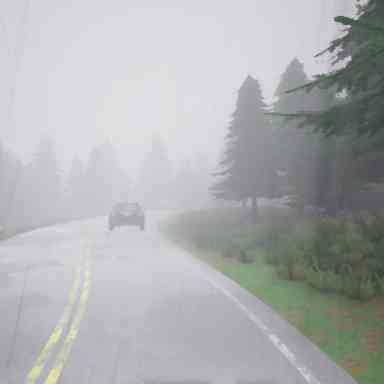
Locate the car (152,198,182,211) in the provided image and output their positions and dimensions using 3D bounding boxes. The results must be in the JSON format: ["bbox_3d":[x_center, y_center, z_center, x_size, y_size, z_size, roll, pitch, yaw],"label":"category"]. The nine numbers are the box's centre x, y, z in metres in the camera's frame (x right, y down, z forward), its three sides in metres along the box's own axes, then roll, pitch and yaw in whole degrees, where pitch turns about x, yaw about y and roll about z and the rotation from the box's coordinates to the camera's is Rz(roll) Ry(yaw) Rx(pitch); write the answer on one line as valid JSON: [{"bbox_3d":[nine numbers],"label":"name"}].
[{"bbox_3d":[-2.967,1.501,40.775,1.812,1.442,4.674,-4,-3,31],"label":"car"}]

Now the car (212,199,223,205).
[{"bbox_3d":[4.839,1.431,45.558,1.882,1.535,5.008,-7,-7,44],"label":"car"}]

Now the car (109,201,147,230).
[{"bbox_3d":[-4.030,1.341,21.420,2.097,1.767,4.553,-1,0,-6],"label":"car"}]
